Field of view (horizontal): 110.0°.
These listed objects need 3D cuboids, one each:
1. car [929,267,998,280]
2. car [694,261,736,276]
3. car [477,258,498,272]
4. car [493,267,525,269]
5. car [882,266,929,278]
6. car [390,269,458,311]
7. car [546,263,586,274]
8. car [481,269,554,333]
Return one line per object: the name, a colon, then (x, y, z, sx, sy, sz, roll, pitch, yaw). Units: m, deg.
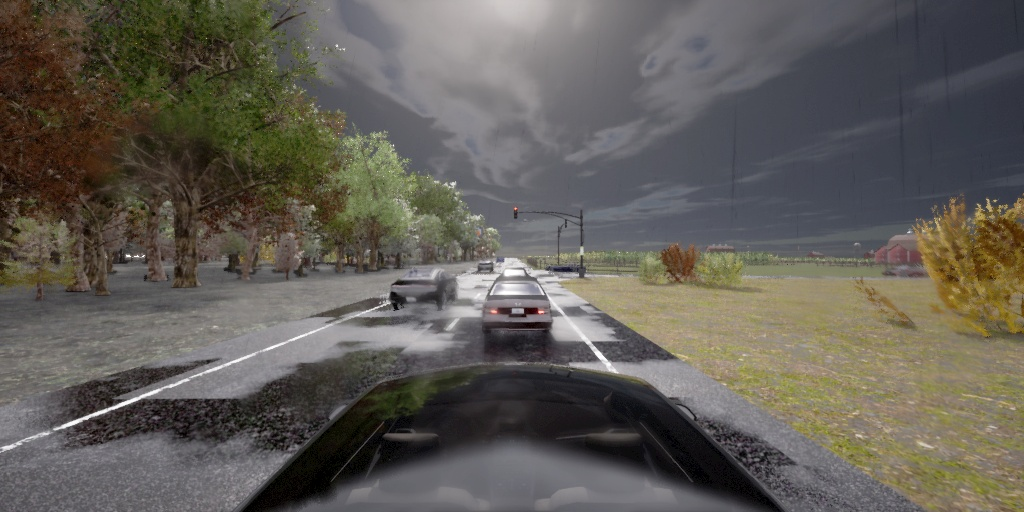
car: (48.670, 1.825, 38.258, 5.357, 1.411, 2.033, 1, -1, 1)
car: (23.877, 1.419, 42.038, 4.553, 1.767, 2.097, 1, -1, 0)
car: (-3.302, 1.249, 45.521, 2.128, 1.511, 4.902, 0, 0, 0)
car: (0.144, 1.318, 19.922, 1.994, 1.385, 4.181, 0, 0, 0)
car: (46.002, 1.873, 41.851, 4.181, 1.385, 1.994, 1, -1, 1)
car: (-3.371, 1.244, 14.459, 2.128, 1.511, 4.902, 0, 0, 0)
car: (6.569, 1.510, 44.127, 4.718, 1.301, 1.895, 0, -1, 25)
car: (0.121, 1.300, 10.682, 2.033, 1.411, 5.357, 0, 0, 0)
